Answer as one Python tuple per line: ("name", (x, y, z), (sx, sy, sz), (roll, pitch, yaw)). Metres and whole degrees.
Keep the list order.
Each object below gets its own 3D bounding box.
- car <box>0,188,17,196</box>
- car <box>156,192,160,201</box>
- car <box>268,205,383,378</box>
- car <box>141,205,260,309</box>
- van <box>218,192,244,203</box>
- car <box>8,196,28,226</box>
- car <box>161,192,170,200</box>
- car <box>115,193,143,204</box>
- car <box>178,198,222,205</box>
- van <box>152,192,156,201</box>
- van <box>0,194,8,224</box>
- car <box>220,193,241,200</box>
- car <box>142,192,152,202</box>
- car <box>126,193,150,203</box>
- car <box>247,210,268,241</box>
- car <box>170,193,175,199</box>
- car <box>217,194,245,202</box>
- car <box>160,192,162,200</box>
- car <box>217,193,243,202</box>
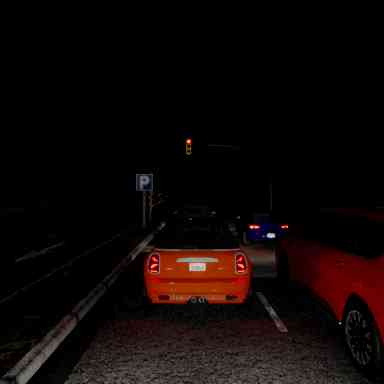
("car", (-28.268, 0.132, 51.156), (2.002, 1.452, 4.674), (6, -3, -20))
("car", (-10.159, 1.315, 72.280), (4.892, 1.521, 2.231), (-1, 0, -14))
("car", (3.099, 1.229, 5.688), (2.150, 2.045, 5.566), (0, 0, -1))
("car", (0.101, 1.363, 8.077), (2.097, 1.767, 4.553), (0, 0, 0))
("van", (7.156, 1.037, 62.955), (4.442, 1.987, 1.878), (1, 0, -14))
("car", (-13.671, 1.400, 22.511), (4.553, 1.767, 2.185), (-1, 0, -19))
("car", (-8.624, 1.350, 84.262), (4.674, 1.452, 2.002), (-1, 0, -12))
("car", (-11.566, 1.353, 60.322), (4.792, 1.488, 2.163), (-1, 0, -15))
("car", (0.142, 1.377, 16.723), (2.097, 1.767, 4.553), (0, 0, 0))
("van", (-10.381, 1.087, 69.309), (4.442, 1.987, 1.878), (-1, 0, -14))
("van", (-13.641, 1.294, 19.534), (4.442, 1.987, 1.878), (-1, 0, -20))
("car", (9.294, 1.122, 80.629), (4.553, 1.767, 2.185), (1, 0, -12))
("car", (-10.928, 1.309, 63.315), (5.366, 1.575, 1.946), (-1, 0, -15))
("car", (-10.840, 1.190, 66.268), (4.553, 1.767, 2.185), (-1, 0, -14))
("car", (3.131, 1.548, 15.382), (1.812, 1.442, 4.674), (0, 0, 0))
("car", (-8.180, 1.057, 87.269), (5.566, 2.045, 2.435), (-1, 0, -12))
("car", (8.063, 1.258, 68.920), (5.366, 1.575, 1.946), (1, 0, -13))
("car", (-9.793, 1.353, 75.276), (4.674, 1.452, 2.002), (-1, 0, -13))
("car", (7.533, 1.136, 65.925), (4.553, 1.767, 2.185), (1, 0, -14))
